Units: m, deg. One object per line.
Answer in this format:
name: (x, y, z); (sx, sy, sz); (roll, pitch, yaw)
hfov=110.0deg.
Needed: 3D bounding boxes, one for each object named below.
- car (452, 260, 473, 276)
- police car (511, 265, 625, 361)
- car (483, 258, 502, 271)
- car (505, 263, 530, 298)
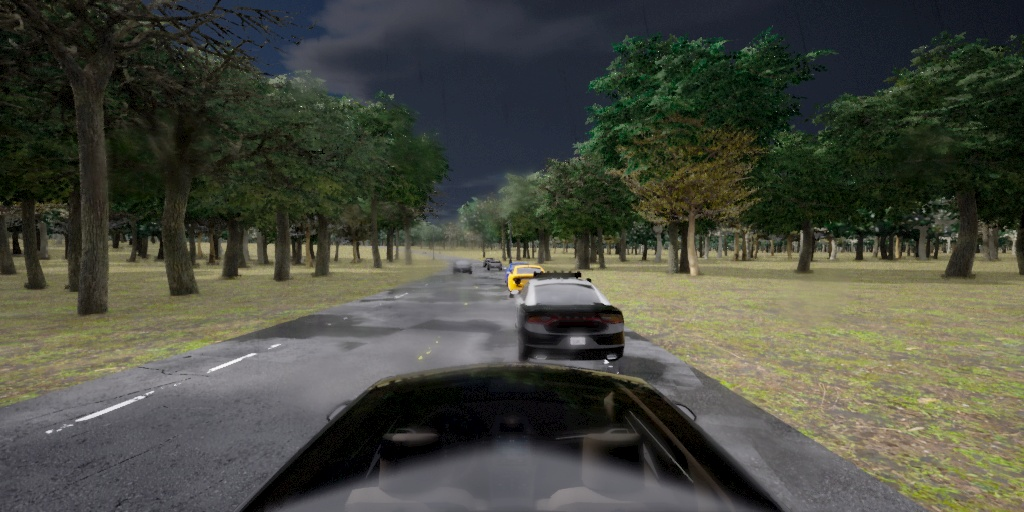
car: (-5.058, 1.150, 37.013); (1.882, 1.535, 5.008); (0, 0, -5)
police car: (1.032, 1.169, 8.382); (1.930, 1.638, 5.238); (0, 0, -1)
car: (-2.352, 1.117, 47.493); (2.128, 1.511, 4.902); (0, 0, -6)
car: (0.776, 1.203, 18.338); (1.882, 1.535, 5.008); (0, 0, -2)
